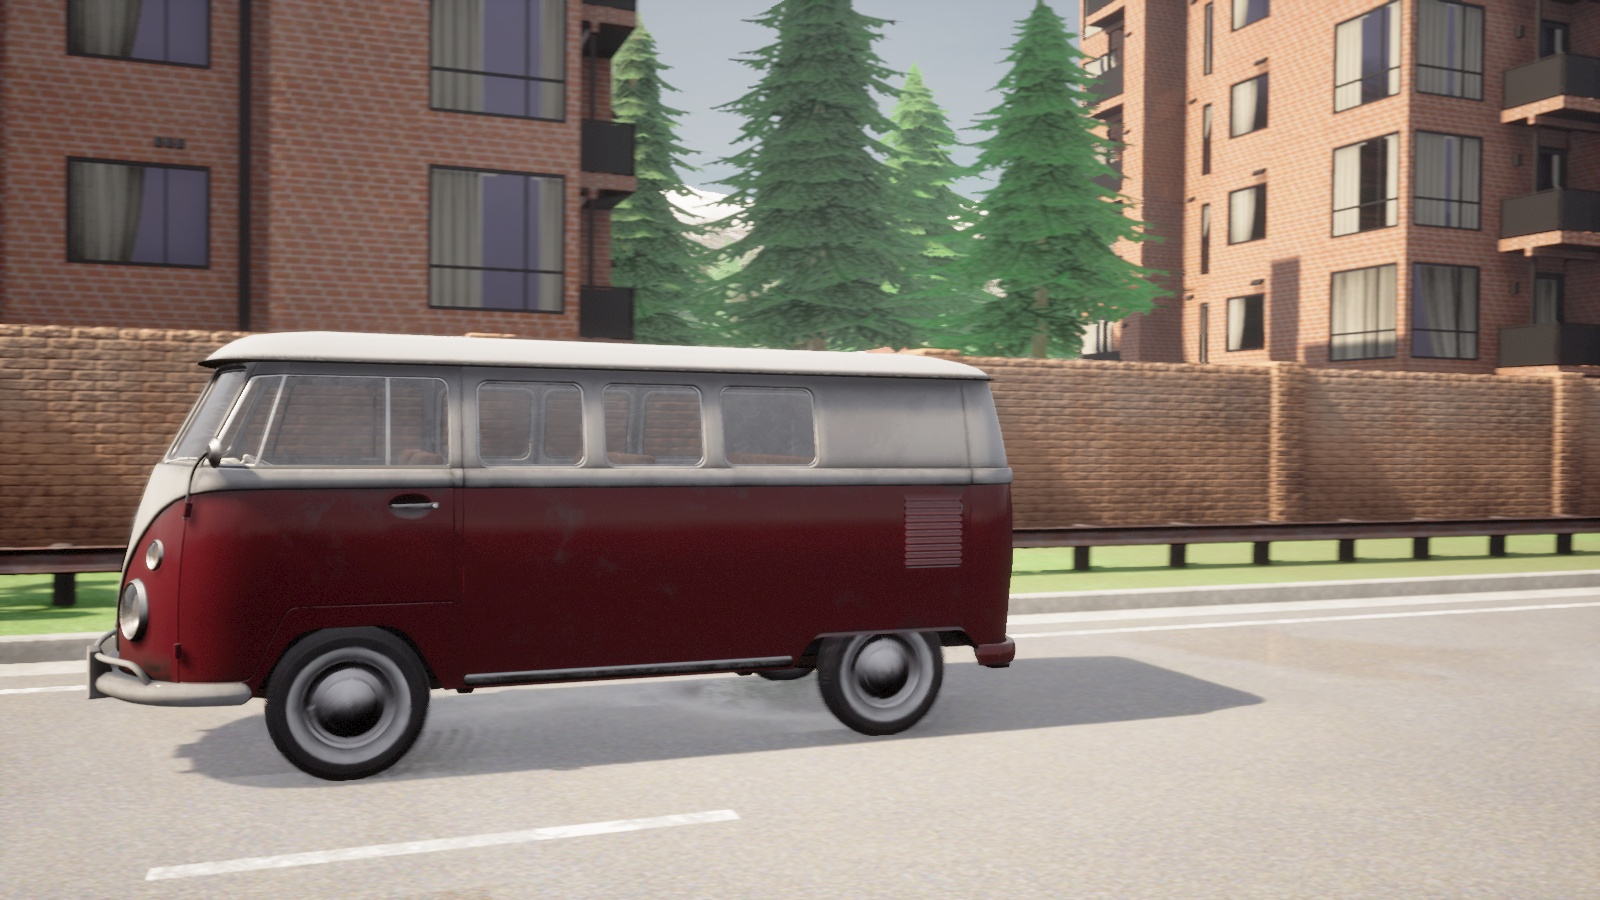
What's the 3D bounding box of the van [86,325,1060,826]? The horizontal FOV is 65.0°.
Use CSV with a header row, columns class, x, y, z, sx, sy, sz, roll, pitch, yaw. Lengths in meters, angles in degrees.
class,x,y,z,sx,sy,sz,roll,pitch,yaw
van,-1.042,0.455,6.584,4.442,1.987,1.775,-1,1,-21
